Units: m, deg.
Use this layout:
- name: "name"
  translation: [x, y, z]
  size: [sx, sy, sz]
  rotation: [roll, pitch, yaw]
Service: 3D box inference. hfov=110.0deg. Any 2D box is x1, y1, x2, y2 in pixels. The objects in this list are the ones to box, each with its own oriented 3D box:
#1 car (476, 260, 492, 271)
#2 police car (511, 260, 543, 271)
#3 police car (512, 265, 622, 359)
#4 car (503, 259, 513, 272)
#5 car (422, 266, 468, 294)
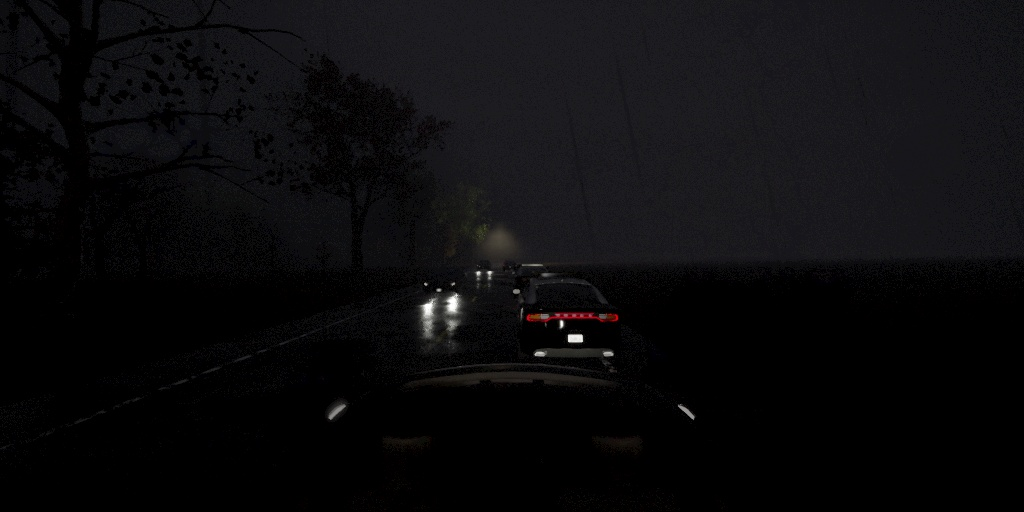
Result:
- name: "car"
  translation: [-3.811, 1.288, 49.448]
  size: [1.837, 1.490, 4.892]
  rotation: [0, 0, -1]
- name: "police car"
  translation: [1.037, 1.181, 18.592]
  size: [1.930, 1.638, 5.238]
  rotation: [0, 0, 0]
- name: "police car"
  translation: [1.059, 1.176, 8.582]
  size: [1.930, 1.638, 5.238]
  rotation: [0, 0, 0]
- name: "car"
  translation: [-0.237, 1.345, 47.185]
  size: [1.994, 1.385, 4.181]
  rotation: [0, 0, 0]
- name: "car"
  translation: [-3.623, 1.303, 20.415]
  size: [2.033, 1.411, 5.357]
  rotation: [0, 0, 0]
